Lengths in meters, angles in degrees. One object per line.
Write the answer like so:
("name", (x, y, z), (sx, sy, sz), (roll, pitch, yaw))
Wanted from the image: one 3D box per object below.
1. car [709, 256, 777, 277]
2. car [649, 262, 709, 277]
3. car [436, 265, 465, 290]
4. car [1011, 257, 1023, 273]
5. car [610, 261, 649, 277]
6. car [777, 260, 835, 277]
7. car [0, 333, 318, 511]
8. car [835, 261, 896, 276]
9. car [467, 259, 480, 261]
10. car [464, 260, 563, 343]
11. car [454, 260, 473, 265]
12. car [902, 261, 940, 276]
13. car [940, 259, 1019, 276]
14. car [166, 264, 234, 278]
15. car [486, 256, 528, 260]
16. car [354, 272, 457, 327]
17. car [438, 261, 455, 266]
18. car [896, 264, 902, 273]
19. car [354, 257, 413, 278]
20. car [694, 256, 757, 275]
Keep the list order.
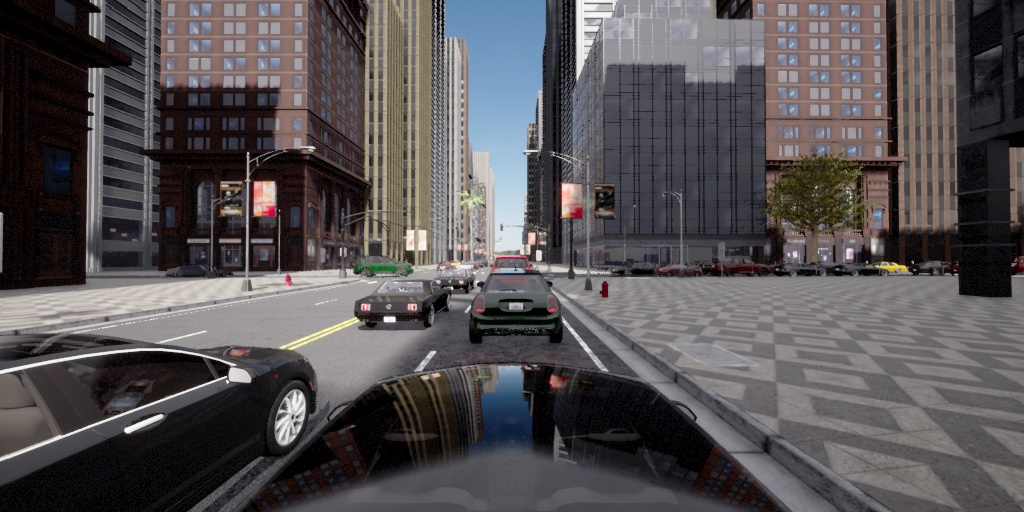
("car", (20.889, 1.041, 32.979), (5.009, 1.841, 2.192), (0, 0, -1))
("car", (15.251, 1.327, 32.880), (4.207, 1.307, 1.802), (0, 0, -1))
("car", (-3.191, 1.388, 20.675), (1.895, 1.301, 4.718), (0, 0, 0))
("car", (49.077, 0.973, 33.476), (5.009, 1.841, 2.192), (0, 0, -1))
("car", (12.495, 1.386, 35.407), (4.718, 1.301, 1.895), (0, -1, -1))
("car", (26.526, 1.276, 33.078), (4.313, 1.339, 1.948), (0, 0, -1))
("car", (-3.151, 1.255, 2.186), (1.837, 1.490, 4.892), (0, 0, 0))
("car", (32.163, 1.260, 33.178), (4.313, 1.339, 1.948), (0, 0, -1))
("car", (-6.701, 1.634, 60.986), (1.895, 1.301, 4.718), (0, 0, 0))
("car", (0.080, 1.109, 9.860), (2.097, 1.767, 4.553), (0, 0, 0))
("car", (-6.702, 1.570, 51.822), (1.895, 1.301, 4.718), (0, 0, 0))
("car", (42.729, 1.227, 35.995), (4.674, 1.442, 1.812), (0, -1, -1))
("car", (43.439, 1.214, 33.377), (4.507, 1.381, 1.888), (0, 0, -1))
("car", (-30.275, 1.509, 34.818), (5.357, 1.411, 2.033), (0, -1, 0))
("car", (-0.038, 1.003, 19.380), (2.150, 2.045, 5.566), (0, 0, 0))
("car", (-3.168, 1.361, 11.507), (1.895, 1.301, 4.718), (0, 0, 0))
("car", (-9.947, 1.504, 53.076), (1.812, 1.442, 4.674), (0, 0, -3))
("car", (43.125, 1.296, 41.897), (4.829, 1.417, 1.751), (0, 0, -1))
("car", (-12.687, 1.095, 35.587), (5.566, 2.045, 2.150), (0, 0, -11))
("car", (23.067, 1.010, 38.803), (5.566, 2.045, 2.150), (0, -1, -2))
